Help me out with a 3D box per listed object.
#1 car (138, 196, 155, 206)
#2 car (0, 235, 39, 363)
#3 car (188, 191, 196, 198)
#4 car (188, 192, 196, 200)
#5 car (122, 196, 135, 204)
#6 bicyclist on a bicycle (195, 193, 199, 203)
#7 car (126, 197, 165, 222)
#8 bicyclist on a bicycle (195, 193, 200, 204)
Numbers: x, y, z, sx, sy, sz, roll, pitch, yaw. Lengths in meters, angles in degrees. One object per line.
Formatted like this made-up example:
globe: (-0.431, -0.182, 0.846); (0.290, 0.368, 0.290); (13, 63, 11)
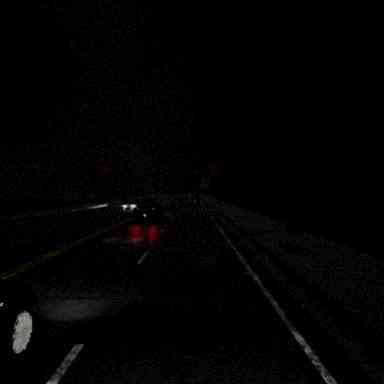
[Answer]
car: (-6.576, 1.318, 48.557); (1.895, 1.301, 4.718); (0, 0, 0)
car: (-3.152, 1.485, 2.934); (1.837, 1.490, 4.892); (0, 0, 0)
car: (0.013, 0.718, 95.220); (2.097, 1.767, 4.553); (0, 0, 0)
car: (0.010, 1.071, 77.398); (1.812, 1.442, 4.674); (0, 0, 0)
car: (-9.805, 1.257, 52.894); (1.994, 1.385, 4.181); (0, 0, 0)
bicyclist on a bicycle: (0.902, 1.026, 59.377); (0.659, 1.776, 1.843); (0, 0, 0)
car: (-3.148, 1.342, 24.678); (2.128, 1.511, 4.902); (0, 0, 0)
bicyclist on a bicycle: (0.901, 1.078, 50.306); (0.659, 1.776, 1.843); (0, 1, 0)
